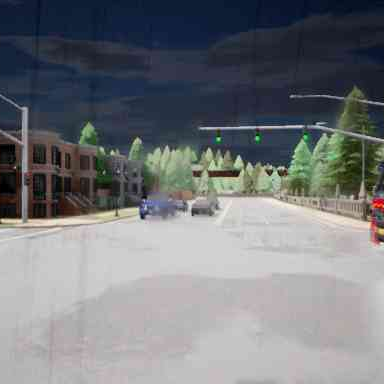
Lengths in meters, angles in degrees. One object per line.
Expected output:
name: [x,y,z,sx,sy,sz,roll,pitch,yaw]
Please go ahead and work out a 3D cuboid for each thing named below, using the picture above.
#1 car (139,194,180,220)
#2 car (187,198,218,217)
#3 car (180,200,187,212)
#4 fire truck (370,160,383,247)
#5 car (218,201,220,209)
car: [-2.851,1.216,28.812,2.150,2.045,5.566,0,0,8]
car: [1.100,1.472,31.779,1.882,1.535,5.008,0,0,8]
car: [-1.585,1.557,38.124,1.994,1.385,4.181,0,0,8]
fire truck: [10.674,0.340,10.709,8.468,3.827,2.891,0,0,9]
car: [2.482,1.497,41.855,1.837,1.490,4.892,0,0,8]
